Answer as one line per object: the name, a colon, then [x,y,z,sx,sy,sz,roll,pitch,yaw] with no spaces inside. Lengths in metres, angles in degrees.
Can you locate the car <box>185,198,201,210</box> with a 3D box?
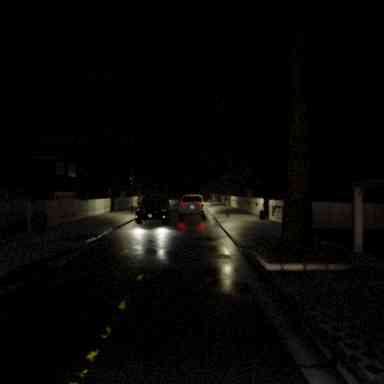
car: [0.090,1.615,44.407,2.033,1.411,5.357,0,0,0]

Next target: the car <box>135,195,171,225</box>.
car: [-2.774,1.254,24.933,2.150,2.045,5.566,0,-1,0]

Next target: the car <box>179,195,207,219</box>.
car: [0.077,1.257,29.211,2.150,2.045,5.566,0,0,1]
